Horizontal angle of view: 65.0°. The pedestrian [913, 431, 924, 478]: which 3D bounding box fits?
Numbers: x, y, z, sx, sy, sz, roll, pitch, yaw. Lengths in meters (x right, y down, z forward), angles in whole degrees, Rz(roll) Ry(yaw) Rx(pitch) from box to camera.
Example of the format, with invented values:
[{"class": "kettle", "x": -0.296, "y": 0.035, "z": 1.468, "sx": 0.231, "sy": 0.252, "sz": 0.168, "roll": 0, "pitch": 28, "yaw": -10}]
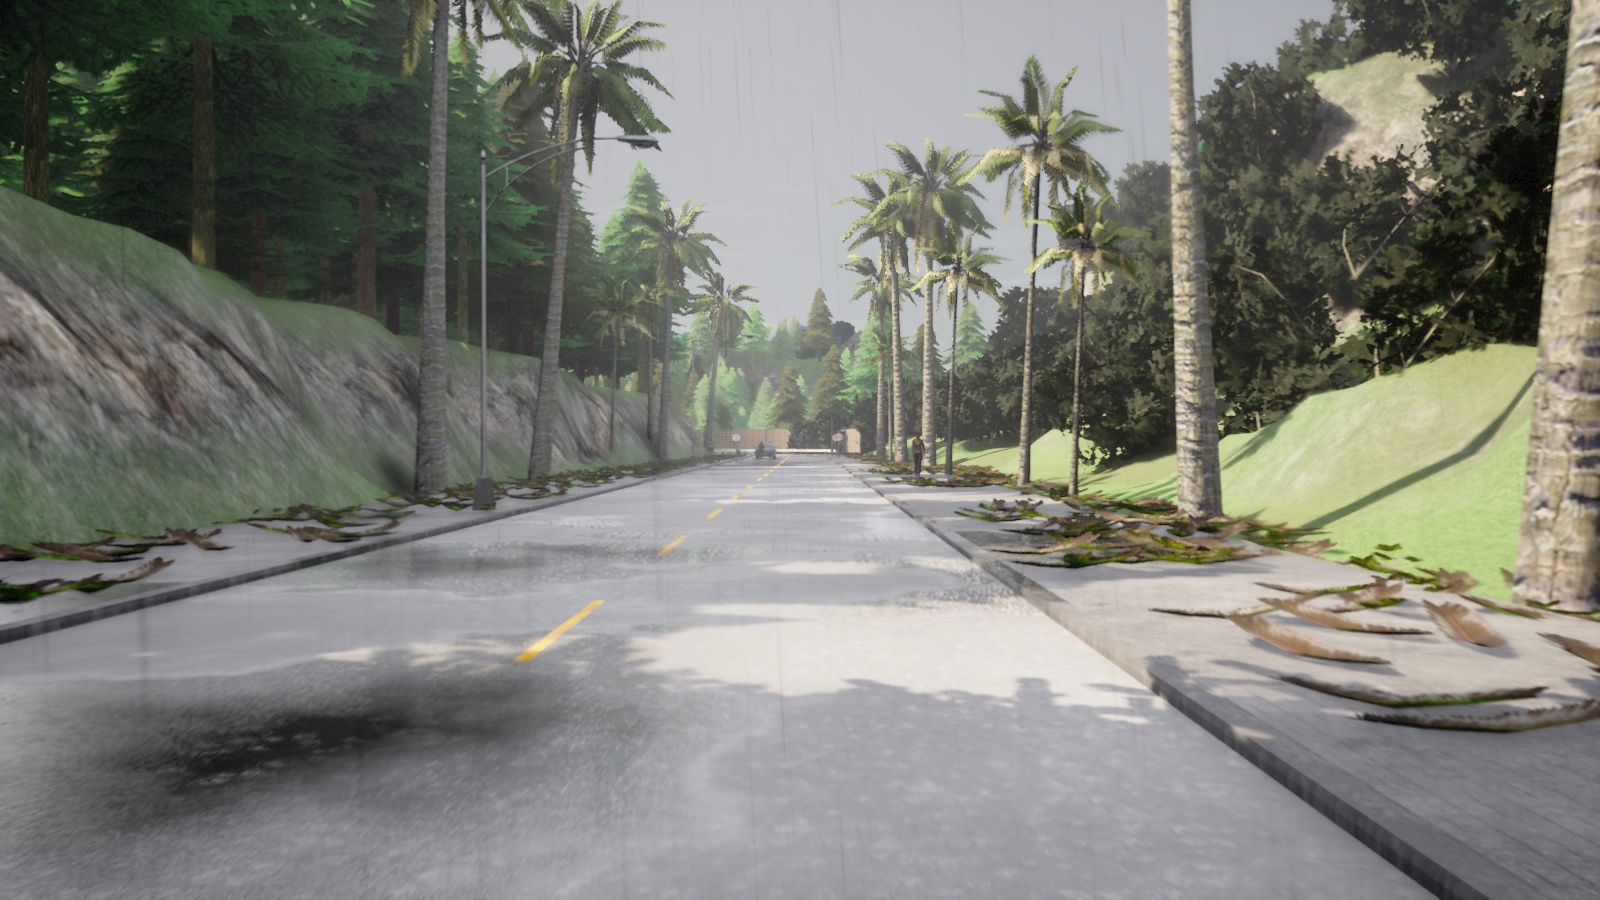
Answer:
[{"class": "pedestrian", "x": 4.606, "y": 0.175, "z": 48.862, "sx": 0.328, "sy": 1.805, "sz": 0.869, "roll": 0, "pitch": 0, "yaw": 1}]
